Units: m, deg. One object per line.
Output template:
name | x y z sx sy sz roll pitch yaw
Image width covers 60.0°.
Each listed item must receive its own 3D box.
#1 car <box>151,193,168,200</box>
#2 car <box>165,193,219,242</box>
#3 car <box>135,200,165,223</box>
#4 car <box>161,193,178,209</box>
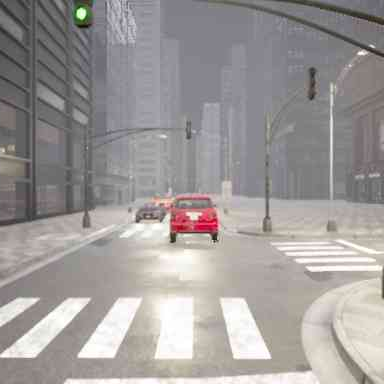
car | -3.101 1.196 35.910 2.150 2.045 5.566 0 0 -1
car | 0.088 1.194 16.454 2.150 2.045 5.566 0 -1 0
car | -3.100 1.545 25.538 1.994 1.385 4.181 0 0 0
car | -3.097 1.191 46.650 2.150 2.045 5.566 0 0 -1
